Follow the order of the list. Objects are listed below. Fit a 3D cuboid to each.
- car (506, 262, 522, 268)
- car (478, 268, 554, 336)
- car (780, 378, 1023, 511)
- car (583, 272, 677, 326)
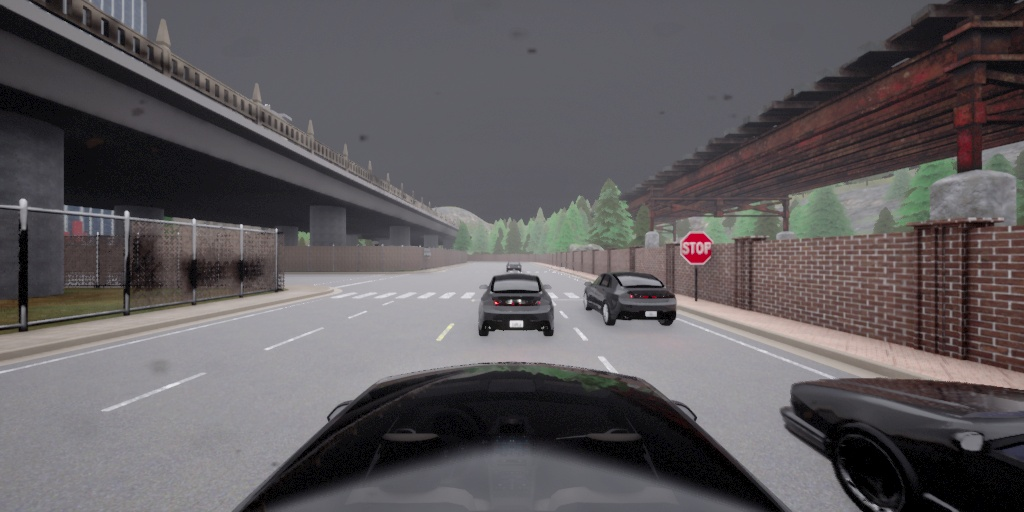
[{"bbox_3d":[0.221,1.346,45.135,1.895,1.301,4.718,0,0,0],"label":"car"},{"bbox_3d":[0.103,1.254,10.334,1.837,1.490,4.892,0,0,0],"label":"car"},{"bbox_3d":[3.601,1.298,1.081,2.033,1.411,5.357,0,0,0],"label":"car"},{"bbox_3d":[3.605,1.254,11.692,1.837,1.490,4.892,0,0,0],"label":"car"}]
